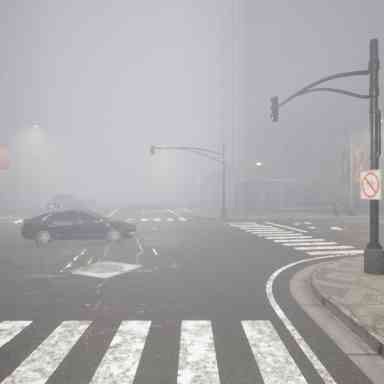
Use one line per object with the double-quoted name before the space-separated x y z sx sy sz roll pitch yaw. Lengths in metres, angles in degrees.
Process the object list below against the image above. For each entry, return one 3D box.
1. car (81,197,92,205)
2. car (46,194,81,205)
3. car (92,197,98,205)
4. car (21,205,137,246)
"car" -14.914 1.591 44.072 1.994 1.385 4.181 0 0 -10
"car" -13.306 1.239 34.212 2.150 2.045 5.566 0 0 -9
"car" -16.518 1.516 54.104 1.882 1.535 5.008 0 0 -9
"car" -4.967 1.507 14.973 4.892 1.490 1.837 0 0 -9
